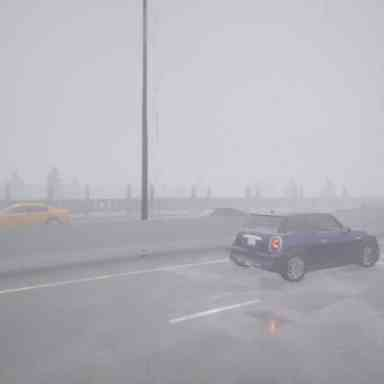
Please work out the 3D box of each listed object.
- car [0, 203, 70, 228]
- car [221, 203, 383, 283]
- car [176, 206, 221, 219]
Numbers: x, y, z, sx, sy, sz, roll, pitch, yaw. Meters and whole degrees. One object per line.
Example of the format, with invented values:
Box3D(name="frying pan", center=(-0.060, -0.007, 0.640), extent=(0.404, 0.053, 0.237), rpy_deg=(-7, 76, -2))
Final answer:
Box3D(name="car", center=(-9.432, 1.383, 18.505), extent=(5.008, 1.535, 1.882), rpy_deg=(0, 0, -33))
Box3D(name="car", center=(3.382, 1.318, 9.749), extent=(4.553, 1.767, 2.097), rpy_deg=(0, 0, -31))
Box3D(name="car", center=(1.159, 1.459, 16.748), extent=(4.674, 1.442, 1.812), rpy_deg=(0, 0, -29))
